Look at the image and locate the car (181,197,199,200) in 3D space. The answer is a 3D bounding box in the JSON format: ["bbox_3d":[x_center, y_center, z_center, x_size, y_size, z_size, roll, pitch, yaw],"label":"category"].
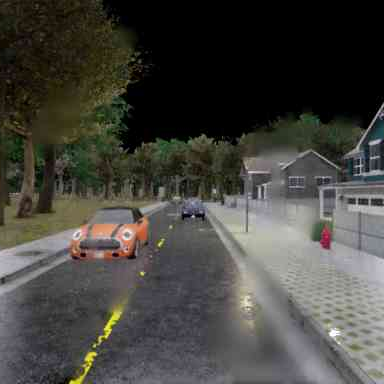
[{"bbox_3d":[0.104,1.374,41.573,2.097,1.767,4.553,0,0,0],"label":"car"}]

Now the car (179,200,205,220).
[{"bbox_3d":[0.104,1.609,28.100,1.895,1.301,4.718,0,0,0],"label":"car"}]

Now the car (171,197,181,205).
[{"bbox_3d":[-2.753,1.572,60.815,1.812,1.442,4.674,0,0,0],"label":"car"}]

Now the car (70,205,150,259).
[{"bbox_3d":[-2.848,1.353,12.453,2.097,1.767,4.553,0,0,0],"label":"car"}]
